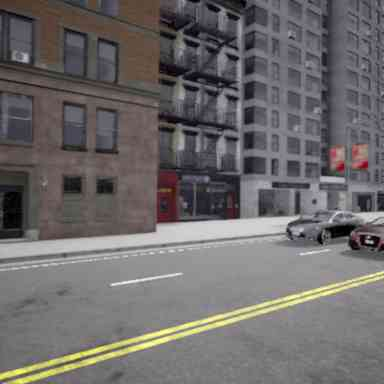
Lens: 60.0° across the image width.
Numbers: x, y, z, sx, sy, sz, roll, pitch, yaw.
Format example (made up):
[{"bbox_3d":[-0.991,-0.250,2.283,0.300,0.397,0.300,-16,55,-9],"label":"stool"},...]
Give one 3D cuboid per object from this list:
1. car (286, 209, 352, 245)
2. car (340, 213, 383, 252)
[{"bbox_3d":[6.683,1.631,16.434,4.902,1.511,2.128,1,0,-35],"label":"car"},{"bbox_3d":[8.228,1.700,13.543,4.181,1.385,1.994,1,0,-35],"label":"car"}]
